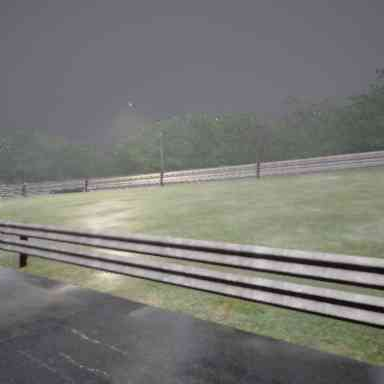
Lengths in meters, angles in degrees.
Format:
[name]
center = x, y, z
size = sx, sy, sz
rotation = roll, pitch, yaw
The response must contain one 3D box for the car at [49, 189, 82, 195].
[car]
center = -18.236, -0.117, 47.750
size = 4.718, 1.301, 1.895
rotation = -4, -2, 23
